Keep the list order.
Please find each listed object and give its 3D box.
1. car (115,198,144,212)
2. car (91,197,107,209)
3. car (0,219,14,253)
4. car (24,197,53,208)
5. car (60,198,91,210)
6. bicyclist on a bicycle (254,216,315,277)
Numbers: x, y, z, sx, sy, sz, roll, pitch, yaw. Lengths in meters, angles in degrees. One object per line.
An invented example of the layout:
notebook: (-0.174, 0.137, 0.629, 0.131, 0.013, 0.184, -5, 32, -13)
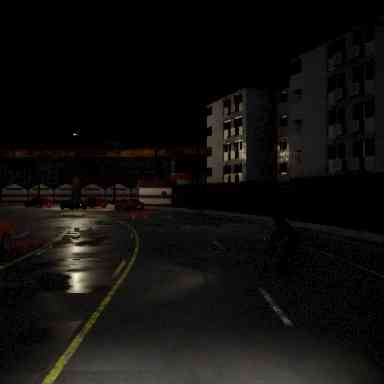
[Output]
car: (-7.383, 1.478, 38.927, 1.882, 1.535, 5.008, 0, 0, -36)
car: (-13.746, 1.477, 45.979, 5.008, 1.535, 1.882, 0, 0, 42)
car: (-7.608, 1.477, 10.762, 1.882, 1.535, 5.008, 0, 0, -6)
car: (-22.189, 1.477, 47.971, 5.008, 1.535, 1.882, 0, 0, 31)
car: (-15.142, 1.564, 42.387, 1.994, 1.385, 4.181, 0, 0, -45)
bicyclist on a bicycle: (2.458, 1.453, 8.840, 1.656, 1.620, 0.582, -1, 0, -2)
